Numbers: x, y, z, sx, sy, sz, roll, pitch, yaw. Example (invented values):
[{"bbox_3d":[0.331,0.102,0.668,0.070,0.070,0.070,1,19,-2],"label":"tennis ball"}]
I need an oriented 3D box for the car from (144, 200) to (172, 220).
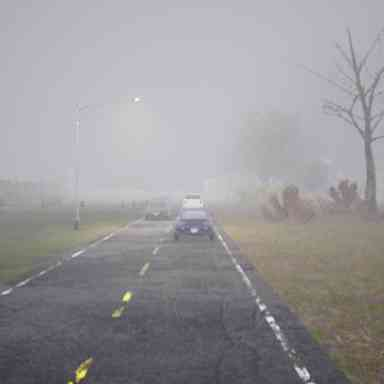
[{"bbox_3d":[-2.755,1.462,27.679,1.837,1.490,4.892,0,0,0],"label":"car"}]

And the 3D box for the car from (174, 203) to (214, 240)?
[{"bbox_3d":[0.098,1.497,16.745,1.812,1.442,4.674,0,0,0],"label":"car"}]

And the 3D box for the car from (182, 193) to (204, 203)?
[{"bbox_3d":[0.096,1.172,36.919,2.150,2.045,5.566,0,0,0],"label":"car"}]
